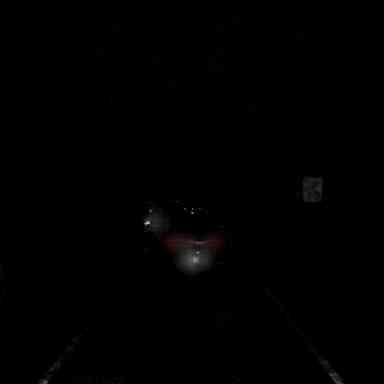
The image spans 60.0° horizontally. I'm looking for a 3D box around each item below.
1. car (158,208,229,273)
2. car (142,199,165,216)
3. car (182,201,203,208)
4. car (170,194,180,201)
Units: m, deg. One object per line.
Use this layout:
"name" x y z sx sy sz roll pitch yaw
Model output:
"car" 0.069 1.493 10.729 2.128 1.511 4.902 0 0 0
"car" -3.654 1.424 32.100 2.128 1.511 4.902 0 0 0
"car" 0.042 1.535 31.739 1.895 1.301 4.718 0 0 0
"car" -3.630 1.194 72.791 2.033 1.411 5.357 0 0 0
